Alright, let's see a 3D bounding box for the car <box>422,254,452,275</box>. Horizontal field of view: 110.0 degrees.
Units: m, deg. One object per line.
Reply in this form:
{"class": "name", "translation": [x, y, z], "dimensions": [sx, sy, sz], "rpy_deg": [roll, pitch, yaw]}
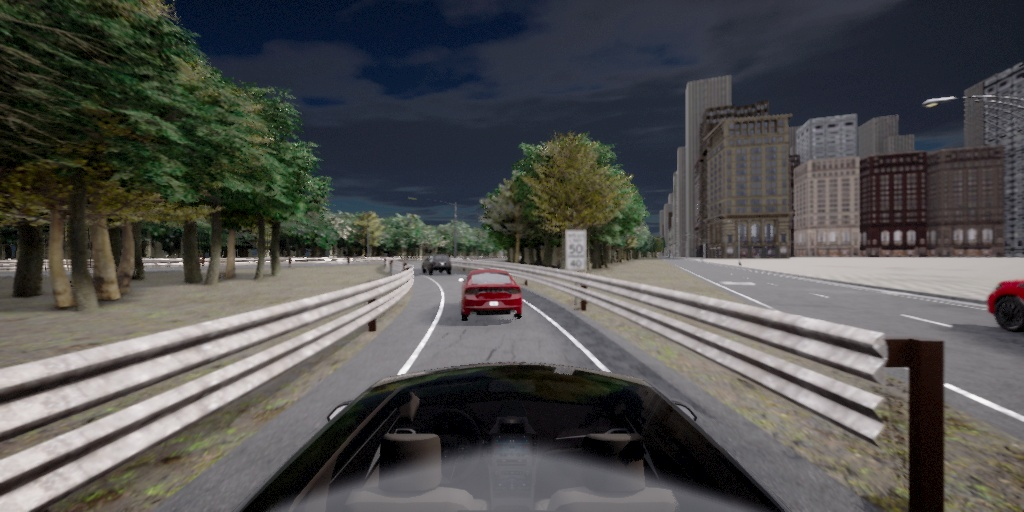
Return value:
{"class": "car", "translation": [-7.794, 0.841, 36.985], "dimensions": [2.150, 2.045, 5.566], "rpy_deg": [0, 1, -24]}

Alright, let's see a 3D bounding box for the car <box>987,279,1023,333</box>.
{"class": "car", "translation": [12.941, 0.904, 7.060], "dimensions": [2.150, 2.045, 5.566], "rpy_deg": [0, 0, 21]}

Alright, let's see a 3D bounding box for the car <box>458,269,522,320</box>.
{"class": "car", "translation": [-0.862, 1.210, 12.765], "dimensions": [1.882, 1.535, 5.008], "rpy_deg": [0, 0, -8]}
